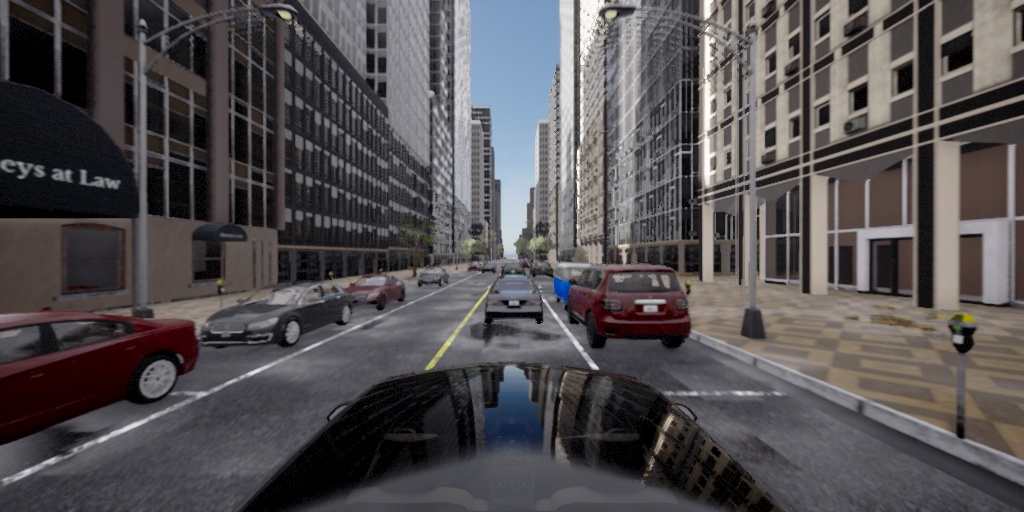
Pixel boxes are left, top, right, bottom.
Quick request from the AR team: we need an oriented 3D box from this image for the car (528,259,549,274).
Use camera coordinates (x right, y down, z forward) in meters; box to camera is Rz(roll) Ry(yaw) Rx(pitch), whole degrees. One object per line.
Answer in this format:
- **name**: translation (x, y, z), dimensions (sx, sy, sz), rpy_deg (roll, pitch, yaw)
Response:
- **car**: translation (3.131, 1.356, 38.175), dimensions (2.097, 1.767, 4.553), rpy_deg (0, 0, 0)

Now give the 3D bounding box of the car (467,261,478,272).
- **car**: translation (-5.665, 1.558, 54.789), dimensions (1.967, 1.591, 4.097), rpy_deg (0, 0, 0)

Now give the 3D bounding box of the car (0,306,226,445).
- **car**: translation (-5.692, 1.309, 3.637), dimensions (1.888, 1.381, 4.507), rpy_deg (0, 0, 0)

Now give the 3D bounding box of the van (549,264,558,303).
- **van**: translation (2.695, 1.184, 15.000), dimensions (1.690, 1.789, 3.998), rpy_deg (0, 0, 0)

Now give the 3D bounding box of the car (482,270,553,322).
- **car**: translation (0.073, 1.373, 12.525), dimensions (2.033, 1.411, 5.357), rpy_deg (0, 0, 0)

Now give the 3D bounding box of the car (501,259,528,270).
- **car**: translation (0.098, 1.313, 32.047), dimensions (2.097, 1.767, 4.553), rpy_deg (0, 0, 0)

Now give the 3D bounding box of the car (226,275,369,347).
- **car**: translation (-5.689, 1.354, 9.321), dimensions (2.007, 1.370, 4.403), rpy_deg (0, 0, 0)

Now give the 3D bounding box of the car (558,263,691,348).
- **car**: translation (2.692, 1.118, 9.317), dimensions (2.192, 1.841, 5.009), rpy_deg (0, 0, 0)

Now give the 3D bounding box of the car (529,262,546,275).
- **car**: translation (3.162, 1.530, 45.205), dimensions (1.882, 1.535, 5.008), rpy_deg (0, 0, 0)

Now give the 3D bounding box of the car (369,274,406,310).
- **car**: translation (-5.686, 1.425, 15.005), dimensions (1.802, 1.307, 4.207), rpy_deg (0, 0, 0)

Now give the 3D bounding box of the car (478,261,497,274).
- **car**: translation (-3.064, 1.576, 47.726), dimensions (1.837, 1.490, 4.892), rpy_deg (0, -1, 0)

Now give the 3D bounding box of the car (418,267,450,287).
- **car**: translation (-5.680, 1.472, 26.372), dimensions (2.007, 1.370, 4.403), rpy_deg (0, 0, 0)
